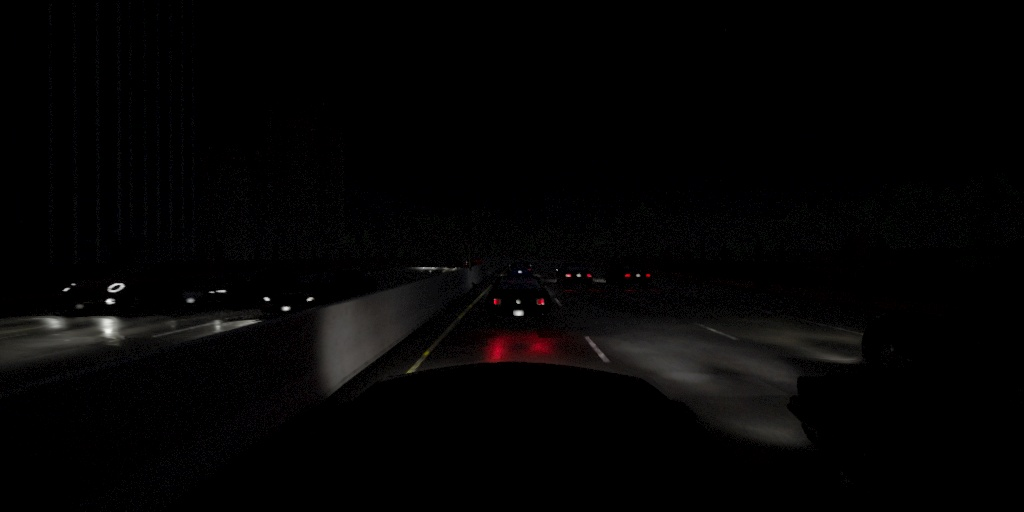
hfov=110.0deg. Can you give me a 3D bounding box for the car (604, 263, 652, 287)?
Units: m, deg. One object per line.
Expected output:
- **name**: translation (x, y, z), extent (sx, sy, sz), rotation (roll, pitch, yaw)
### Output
- **car**: translation (7.511, 1.188, 23.665), extent (2.033, 1.411, 5.357), rotation (0, 0, 2)

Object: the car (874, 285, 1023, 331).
- **car**: translation (7.124, 1.091, 4.318), extent (2.097, 1.767, 4.553), rotation (0, 0, 0)

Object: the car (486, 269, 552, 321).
- **car**: translation (0.233, 1.297, 12.235), extent (1.895, 1.301, 4.718), rotation (0, 0, 1)

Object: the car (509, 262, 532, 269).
- **car**: translation (0.664, 1.172, 29.483), extent (1.994, 1.385, 4.181), rotation (0, 0, 2)

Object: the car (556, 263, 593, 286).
- **car**: translation (4.009, 1.187, 23.662), extent (2.033, 1.411, 5.357), rotation (0, 0, 2)

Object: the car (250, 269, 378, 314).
- **car**: translation (-6.946, 1.233, 13.755), extent (2.033, 1.411, 5.357), rotation (0, 0, 1)

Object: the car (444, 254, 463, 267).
- **car**: translation (-9.257, 0.684, 56.884), extent (2.150, 2.045, 5.566), rotation (0, 1, 2)

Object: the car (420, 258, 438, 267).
- **car**: translation (-12.798, 1.033, 55.602), extent (1.994, 1.385, 4.181), rotation (0, 0, 2)

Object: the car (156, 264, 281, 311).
- **car**: translation (-10.432, 1.174, 14.136), extent (2.128, 1.511, 4.902), rotation (0, 0, 1)

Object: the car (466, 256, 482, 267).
- **car**: translation (-5.808, 0.826, 55.273), extent (2.097, 1.767, 4.553), rotation (0, 0, 2)

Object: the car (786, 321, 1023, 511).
- **car**: translation (3.604, 1.354, 1.328), extent (1.895, 1.301, 4.718), rotation (0, 0, 0)

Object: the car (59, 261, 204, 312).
- **car**: translation (-13.938, 1.035, 13.834), extent (2.097, 1.767, 4.553), rotation (0, 0, 1)
